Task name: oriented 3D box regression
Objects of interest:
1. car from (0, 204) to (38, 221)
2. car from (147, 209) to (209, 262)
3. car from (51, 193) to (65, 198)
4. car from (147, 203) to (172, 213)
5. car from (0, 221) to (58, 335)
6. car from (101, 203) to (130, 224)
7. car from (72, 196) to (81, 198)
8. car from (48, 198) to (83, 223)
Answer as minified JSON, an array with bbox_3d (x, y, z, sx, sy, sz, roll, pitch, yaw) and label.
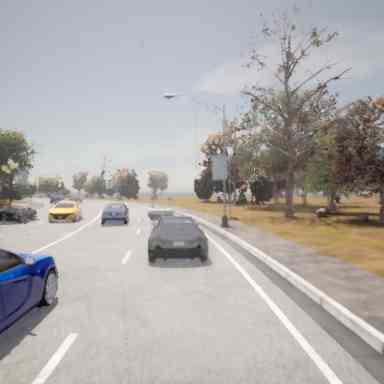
[{"bbox_3d":[-12.895,1.584,24.335,1.895,1.301,4.718,0,0,-10],"label":"car"},{"bbox_3d":[-0.566,1.551,12.165,1.994,1.385,4.181,0,0,-5],"label":"car"},{"bbox_3d":[-25.439,1.147,62.786,2.150,2.045,5.566,0,0,-26],"label":"car"},{"bbox_3d":[-2.769,1.573,28.308,1.895,1.301,4.718,0,0,-11],"label":"car"},{"bbox_3d":[-3.621,1.478,4.864,1.882,1.535,5.008,0,0,-2],"label":"car"},{"bbox_3d":[-5.660,1.525,24.740,2.033,1.411,5.357,0,0,-10],"label":"car"},{"bbox_3d":[-22.369,1.517,64.487,1.895,1.301,4.718,0,0,-26],"label":"car"},{"bbox_3d":[-9.573,1.457,25.455,1.882,1.535,5.008,0,0,-11],"label":"car"}]
